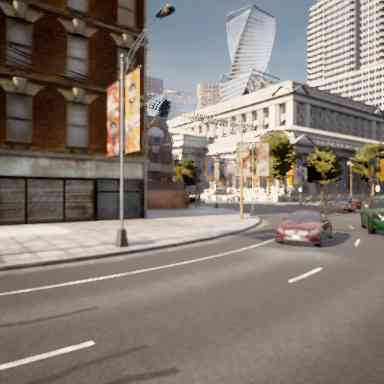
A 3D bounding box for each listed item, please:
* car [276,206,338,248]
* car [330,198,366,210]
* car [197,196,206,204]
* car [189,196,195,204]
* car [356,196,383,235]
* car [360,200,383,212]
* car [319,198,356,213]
[{"bbox_3d":[5.307,1.552,15.295,1.812,1.442,4.674,0,0,30],"label":"car"},{"bbox_3d":[21.815,1.606,46.649,2.002,1.452,4.674,0,0,-16],"label":"car"},{"bbox_3d":[0.805,1.580,65.231,2.128,1.511,4.902,0,0,-35],"label":"car"},{"bbox_3d":[-2.110,1.304,63.294,2.150,2.045,5.566,0,0,-35],"label":"car"},{"bbox_3d":[11.018,1.259,18.891,2.150,2.045,5.566,0,0,21],"label":"car"},{"bbox_3d":[23.116,1.675,41.068,1.895,1.301,4.718,0,0,-6],"label":"car"},{"bbox_3d":[16.649,1.617,38.283,2.033,1.411,5.357,0,0,-6],"label":"car"}]
